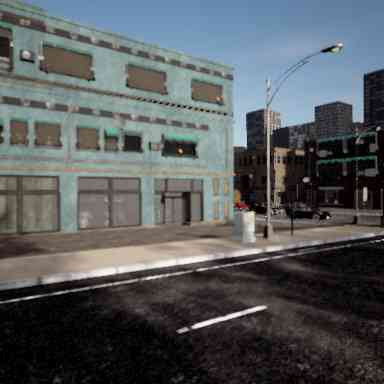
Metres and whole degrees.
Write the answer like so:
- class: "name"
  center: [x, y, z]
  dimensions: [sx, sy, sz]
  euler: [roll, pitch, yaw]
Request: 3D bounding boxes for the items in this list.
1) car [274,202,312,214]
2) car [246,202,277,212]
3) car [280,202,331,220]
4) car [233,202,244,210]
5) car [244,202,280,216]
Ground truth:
- class: "car"
  center: [13.212, 2.004, 43.738]
  dimensions: [2.008, 1.369, 4.403]
  euler: [-1, 0, -35]
- class: "car"
  center: [10.003, 2.098, 48.249]
  dimensions: [1.802, 1.307, 4.206]
  euler: [-1, 0, -35]
- class: "car"
  center: [11.120, 1.962, 32.011]
  dimensions: [1.947, 1.339, 4.313]
  euler: [-1, 0, -35]
- class: "car"
  center: [6.796, 2.160, 52.758]
  dimensions: [1.802, 1.307, 4.206]
  euler: [-1, 0, -35]
- class: "car"
  center: [8.928, 1.976, 39.789]
  dimensions: [1.837, 1.490, 4.892]
  euler: [0, 0, -35]
